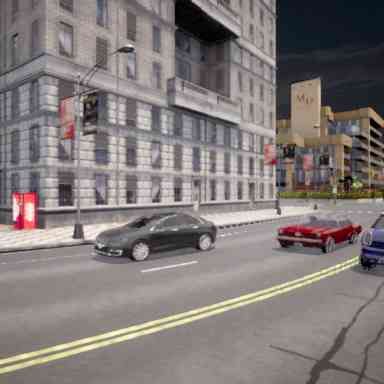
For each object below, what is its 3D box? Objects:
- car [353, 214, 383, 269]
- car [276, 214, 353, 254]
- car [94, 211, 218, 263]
[{"bbox_3d":[6.932,1.356,10.289,2.097,1.767,4.553,0,0,44],"label":"car"},{"bbox_3d":[5.346,1.604,13.769,1.895,1.301,4.718,0,0,42],"label":"car"},{"bbox_3d":[-1.136,1.507,12.247,4.892,1.490,1.837,0,0,-42],"label":"car"}]
